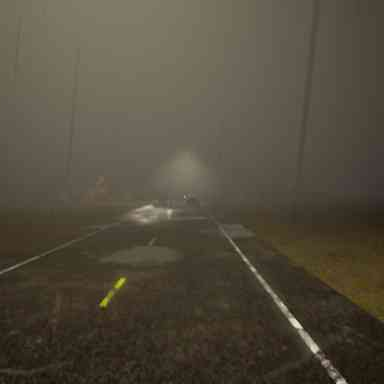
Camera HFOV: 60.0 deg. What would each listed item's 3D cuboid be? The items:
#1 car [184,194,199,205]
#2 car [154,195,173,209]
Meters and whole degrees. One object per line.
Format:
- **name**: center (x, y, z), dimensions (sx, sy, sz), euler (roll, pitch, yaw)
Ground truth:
- **car**: center (0.099, 1.393, 53.661), dimensions (1.994, 1.385, 4.181), euler (0, 0, 0)
- **car**: center (-3.588, 1.217, 42.123), dimensions (2.097, 1.767, 4.553), euler (0, 0, 0)
